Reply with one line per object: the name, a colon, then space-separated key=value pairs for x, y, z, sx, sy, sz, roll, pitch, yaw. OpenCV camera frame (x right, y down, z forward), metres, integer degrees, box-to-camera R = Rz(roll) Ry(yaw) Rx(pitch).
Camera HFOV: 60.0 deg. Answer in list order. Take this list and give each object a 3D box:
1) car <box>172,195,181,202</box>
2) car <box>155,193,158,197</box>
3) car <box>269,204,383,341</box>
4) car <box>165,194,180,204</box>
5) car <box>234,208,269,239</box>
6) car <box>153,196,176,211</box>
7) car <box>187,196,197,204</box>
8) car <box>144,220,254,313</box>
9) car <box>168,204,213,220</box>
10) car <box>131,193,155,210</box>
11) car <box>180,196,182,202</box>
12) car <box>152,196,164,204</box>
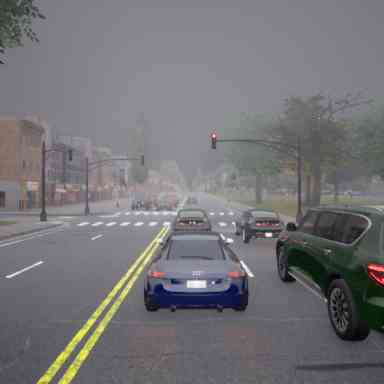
car: x=-3.399 y=1.371 z=74.977 sx=1.812 sy=1.442 sz=4.674 roll=0 pitch=1 yaw=0
car: x=-6.694 y=1.253 z=55.067 sx=2.150 sy=2.045 sz=5.566 roll=0 pitch=1 yaw=0
car: x=3.314 y=1.234 z=6.641 sx=2.150 sy=2.045 sz=5.566 roll=0 pitch=0 yaw=0
car: x=-3.449 y=1.276 z=52.507 sx=2.150 sy=2.045 sz=5.566 roll=0 pitch=0 yaw=0
car: x=3.262 y=1.580 z=16.503 sx=1.837 sy=1.490 sz=4.892 roll=0 pitch=0 yaw=0
car: x=-3.430 y=1.621 z=42.345 sx=1.837 sy=1.490 sz=4.892 roll=0 pitch=0 yaw=0
car: x=-0.024 y=1.456 z=62.475 sx=2.128 sy=1.511 sz=4.902 roll=0 pitch=1 yaw=0
car: x=0.065 y=1.583 z=7.787 sx=1.994 sy=1.385 sz=4.181 roll=0 pitch=0 yaw=0
car: x=0.008 y=1.581 z=16.675 sx=1.837 sy=1.490 sz=4.892 roll=0 pitch=0 yaw=1
car: x=-6.690 y=1.328 z=44.689 sx=2.150 sy=2.045 sz=5.566 roll=0 pitch=0 yaw=0
car: x=-3.434 y=1.318 z=62.477 sx=2.097 sy=1.767 sz=4.553 roll=0 pitch=0 yaw=0
car: x=-6.673 y=1.469 z=64.824 sx=1.812 sy=1.442 sz=4.674 roll=0 pitch=1 yaw=0
